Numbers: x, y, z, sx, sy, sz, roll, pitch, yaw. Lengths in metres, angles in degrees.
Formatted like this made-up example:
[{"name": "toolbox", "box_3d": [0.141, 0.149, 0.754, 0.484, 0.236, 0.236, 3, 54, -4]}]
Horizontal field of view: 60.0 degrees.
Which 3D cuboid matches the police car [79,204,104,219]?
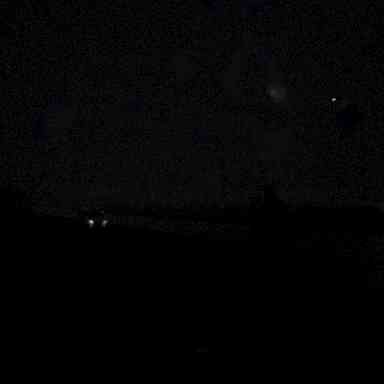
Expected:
[{"name": "police car", "box_3d": [-12.656, 2.397, 41.757, 1.930, 1.638, 5.238, -2, 0, -35]}]
